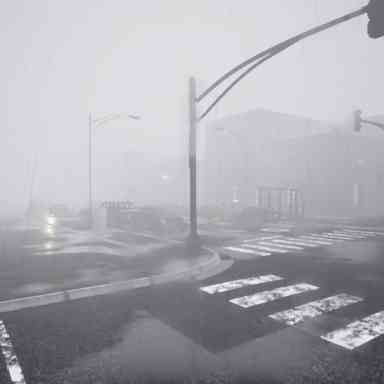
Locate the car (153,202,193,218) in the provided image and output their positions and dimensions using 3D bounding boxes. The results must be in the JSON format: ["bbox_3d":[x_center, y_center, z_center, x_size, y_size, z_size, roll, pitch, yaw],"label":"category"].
[{"bbox_3d":[-2.044,1.821,34.473,1.752,1.417,4.829,-1,0,-36],"label":"car"}]

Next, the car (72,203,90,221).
[{"bbox_3d":[-8.688,1.919,29.419,2.008,1.369,4.403,-1,0,-36],"label":"car"}]

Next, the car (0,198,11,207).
[{"bbox_3d":[-42.194,2.358,74.961,2.192,1.841,5.009,-1,0,-36],"label":"car"}]

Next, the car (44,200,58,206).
[{"bbox_3d":[-32.062,2.445,75.347,1.887,1.381,4.507,-1,0,-36],"label":"car"}]

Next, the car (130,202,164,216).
[{"bbox_3d":[-5.290,1.911,38.893,2.008,1.369,4.403,-1,0,-36],"label":"car"}]

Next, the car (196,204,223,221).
[{"bbox_3d":[1.303,1.753,29.916,1.752,1.417,4.829,-1,0,-36],"label":"car"}]

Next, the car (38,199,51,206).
[{"bbox_3d":[-35.510,2.495,80.041,1.752,1.417,4.829,-1,0,-36],"label":"car"}]

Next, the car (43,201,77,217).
[{"bbox_3d":[-15.382,2.053,38.532,2.008,1.369,4.403,-1,0,-36],"label":"car"}]

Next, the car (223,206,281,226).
[{"bbox_3d":[4.751,1.725,25.222,1.947,1.339,4.313,-1,0,-36],"label":"car"}]

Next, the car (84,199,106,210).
[{"bbox_3d":[-15.333,2.003,52.563,1.967,1.590,4.097,-1,0,-36],"label":"car"}]

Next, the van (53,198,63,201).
[{"bbox_3d":[-28.721,2.174,70.790,1.690,1.788,3.998,-1,0,-36],"label":"van"}]

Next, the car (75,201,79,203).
[{"bbox_3d":[-22.022,2.280,61.677,1.802,1.307,4.206,-1,0,-36],"label":"car"}]

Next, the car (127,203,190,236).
[{"bbox_3d":[-1.997,1.674,20.305,1.967,1.590,4.097,-1,0,-36],"label":"car"}]

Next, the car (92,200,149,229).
[{"bbox_3d":[-5.346,1.616,24.862,2.192,1.841,5.009,-1,0,-36],"label":"car"}]

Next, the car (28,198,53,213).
[{"bbox_3d":[-22.080,1.952,47.645,2.192,1.841,5.009,-1,0,-36],"label":"car"}]
